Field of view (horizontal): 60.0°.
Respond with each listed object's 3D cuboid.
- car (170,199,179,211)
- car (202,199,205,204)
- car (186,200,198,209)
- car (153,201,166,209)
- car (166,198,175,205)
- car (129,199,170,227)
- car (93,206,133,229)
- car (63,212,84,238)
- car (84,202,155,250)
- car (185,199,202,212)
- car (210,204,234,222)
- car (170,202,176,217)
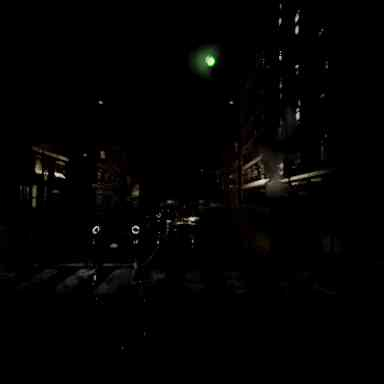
[{"bbox_3d":[-3.002,2.193,51.019,1.895,1.301,4.718,0,-1,0],"label":"car"},{"bbox_3d":[2.700,2.572,92.942,1.752,1.417,4.829,1,-1,0],"label":"car"},{"bbox_3d":[-0.002,2.116,56.885,1.882,1.535,5.008,0,-1,0],"label":"car"},{"bbox_3d":[-5.679,2.239,58.592,1.802,1.307,4.206,1,-1,0],"label":"car"},{"bbox_3d":[-5.678,2.419,87.025,1.967,1.590,4.097,1,-1,0],"label":"car"},{"bbox_3d":[-3.088,1.633,25.037,2.097,1.767,4.553,0,-1,0],"label":"car"},{"bbox_3d":[-5.678,1.819,24.474,1.887,1.381,4.507,1,-1,0],"label":"car"},{"bbox_3d":[-5.754,1.756,18.792,1.887,1.381,4.507,1,-1,0],"label":"car"},{"bbox_3d":[-3.062,1.522,15.139,2.097,1.767,4.553,0,-1,-1],"label":"car"},{"bbox_3d":[-0.002,1.999,46.462,1.882,1.535,5.008,0,-1,0],"label":"car"},{"bbox_3d":[2.704,1.779,30.223,1.967,1.590,4.097,1,-1,0],"label":"car"},{"bbox_3d":[-3.080,1.994,35.127,1.895,1.301,4.718,0,-1,0],"label":"car"}]
